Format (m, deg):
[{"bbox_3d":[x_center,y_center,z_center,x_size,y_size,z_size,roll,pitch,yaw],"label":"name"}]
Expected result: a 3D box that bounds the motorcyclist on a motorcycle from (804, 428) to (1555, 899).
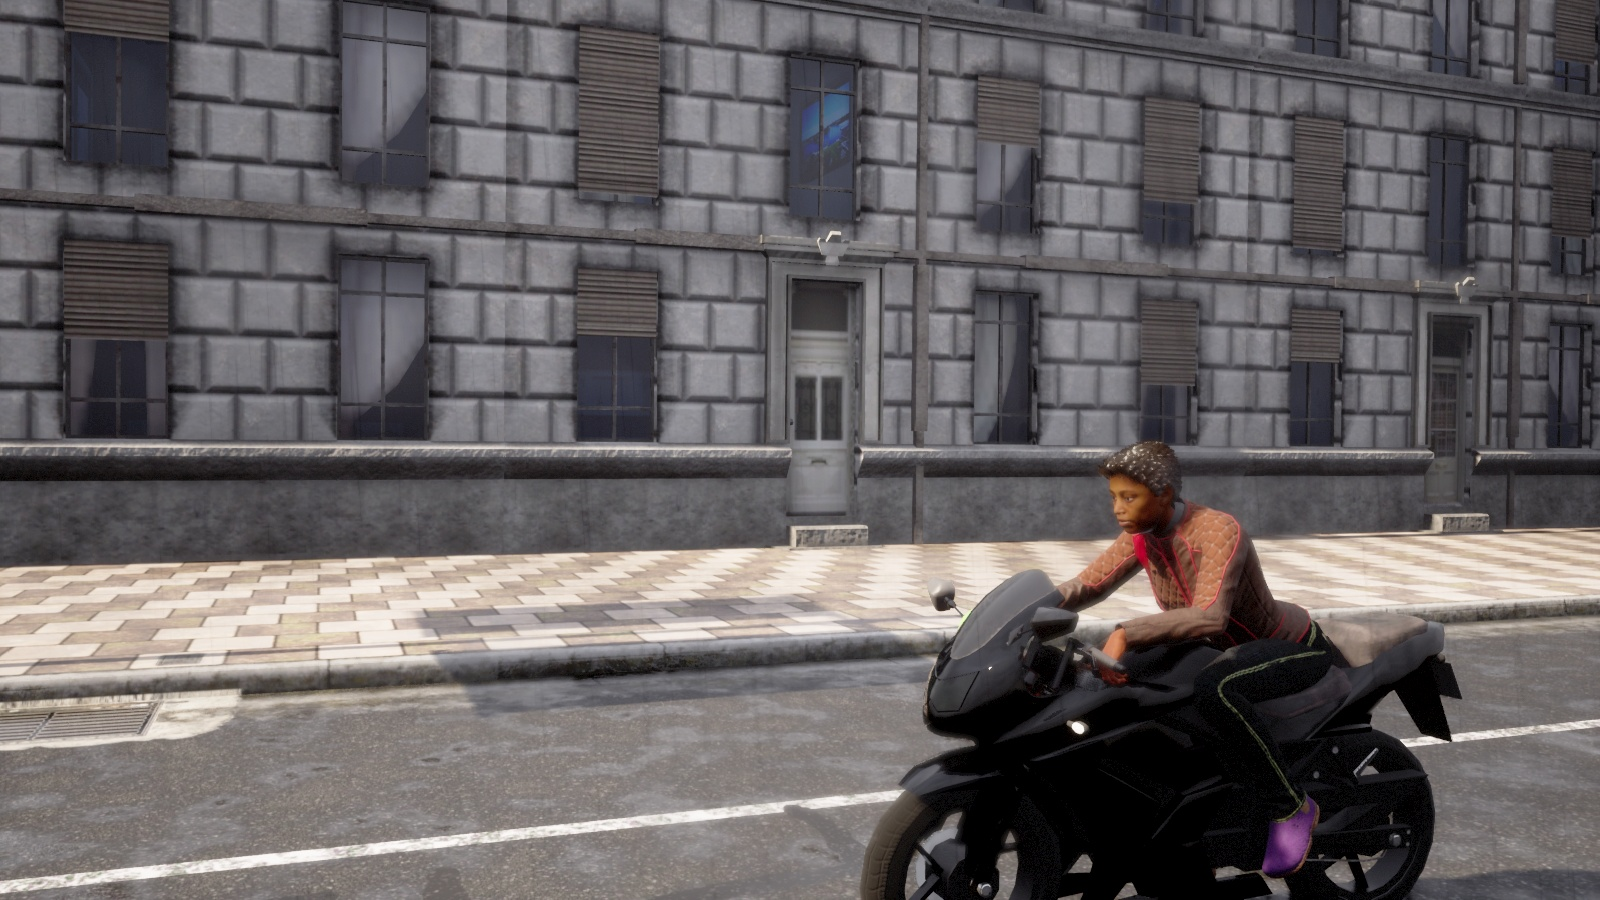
[{"bbox_3d":[1.116,0.708,3.691,2.044,1.523,0.797,-1,1,-21],"label":"motorcyclist on a motorcycle"}]
